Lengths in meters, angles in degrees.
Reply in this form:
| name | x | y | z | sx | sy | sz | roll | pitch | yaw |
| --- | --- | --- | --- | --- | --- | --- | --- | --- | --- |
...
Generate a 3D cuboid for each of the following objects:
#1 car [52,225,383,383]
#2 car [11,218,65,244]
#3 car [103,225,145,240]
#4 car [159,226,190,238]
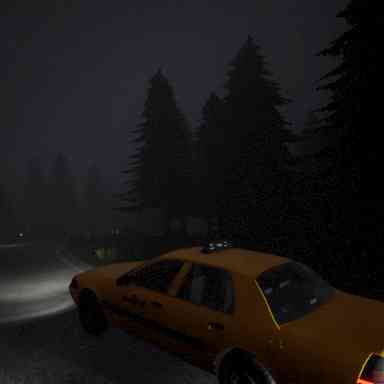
| name | x | y | z | sx | sy | sz | roll | pitch | yaw |
| --- | --- | --- | --- | --- | --- | --- | --- | --- | --- |
| car | 0.133 | 1.441 | 4.744 | 5.366 | 1.575 | 1.801 | 0 | 1 | 43 |
| car | -12.732 | 3.227 | 28.158 | 2.150 | 2.045 | 5.566 | -4 | -7 | 7 |
| car | -7.428 | 4.510 | 36.966 | 2.033 | 1.411 | 5.357 | -4 | -8 | 20 |
| car | -2.305 | 5.543 | 46.271 | 1.882 | 1.535 | 5.008 | -5 | -8 | 30 |
